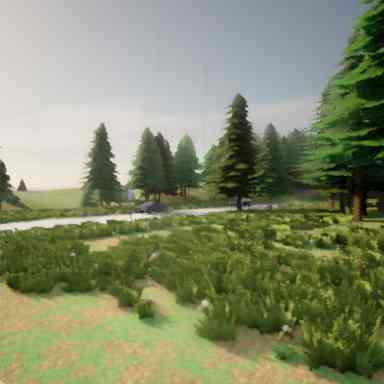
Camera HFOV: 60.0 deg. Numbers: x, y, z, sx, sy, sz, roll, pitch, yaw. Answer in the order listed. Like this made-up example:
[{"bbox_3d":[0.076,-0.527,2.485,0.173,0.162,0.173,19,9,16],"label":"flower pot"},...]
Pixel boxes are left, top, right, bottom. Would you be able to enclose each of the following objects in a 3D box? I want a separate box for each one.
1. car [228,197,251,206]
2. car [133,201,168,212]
[{"bbox_3d":[7.539,1.484,52.404,2.097,1.767,4.553,0,0,35],"label":"car"},{"bbox_3d":[-4.368,1.690,35.557,1.994,1.385,4.181,0,0,35],"label":"car"}]
